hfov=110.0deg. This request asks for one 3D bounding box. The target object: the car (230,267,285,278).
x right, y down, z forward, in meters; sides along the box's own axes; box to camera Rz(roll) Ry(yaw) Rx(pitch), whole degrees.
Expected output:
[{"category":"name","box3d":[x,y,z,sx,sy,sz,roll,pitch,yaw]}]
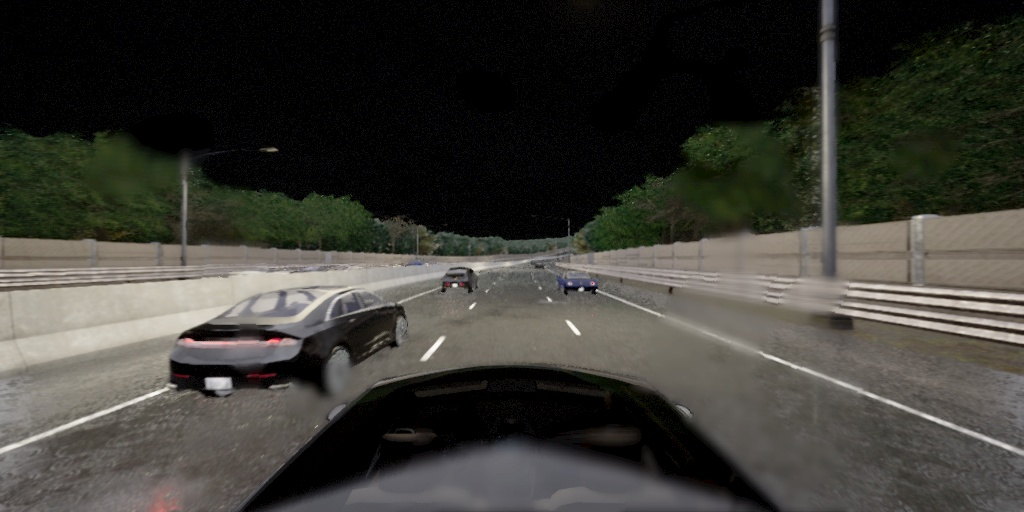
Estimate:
[{"category":"car","box3d":[-20.784,1.589,29.731,1.895,1.301,4.718,0,-1,1]}]

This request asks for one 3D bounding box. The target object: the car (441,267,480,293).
[{"category":"car","box3d":[-3.214,1.459,22.860,1.837,1.490,4.892,0,-1,1]}]

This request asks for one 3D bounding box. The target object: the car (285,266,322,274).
[{"category":"car","box3d":[-17.238,1.575,31.274,1.994,1.385,4.181,0,-1,1]}]

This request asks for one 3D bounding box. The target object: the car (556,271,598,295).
[{"category":"car","box3d":[3.763,1.555,21.594,1.895,1.301,4.718,0,-1,1]}]

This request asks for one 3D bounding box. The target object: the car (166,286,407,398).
[{"category":"car","box3d":[-3.383,1.282,6.572,2.128,1.511,4.902,0,-1,0]}]

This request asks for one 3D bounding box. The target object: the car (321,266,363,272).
[{"category":"car","box3d":[-13.769,1.612,30.456,1.895,1.301,4.718,0,-1,1]}]
